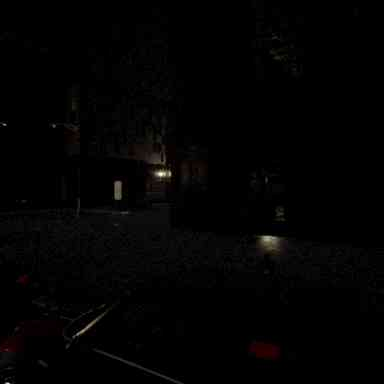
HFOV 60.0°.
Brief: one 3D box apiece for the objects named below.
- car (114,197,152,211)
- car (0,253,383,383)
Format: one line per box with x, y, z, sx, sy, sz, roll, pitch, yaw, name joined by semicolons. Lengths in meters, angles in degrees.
-6.913;1.387;39.114;1.882;1.535;5.008;0;0;35;car
-0.035;1.439;2.985;4.097;1.590;1.967;0;0;35;car
